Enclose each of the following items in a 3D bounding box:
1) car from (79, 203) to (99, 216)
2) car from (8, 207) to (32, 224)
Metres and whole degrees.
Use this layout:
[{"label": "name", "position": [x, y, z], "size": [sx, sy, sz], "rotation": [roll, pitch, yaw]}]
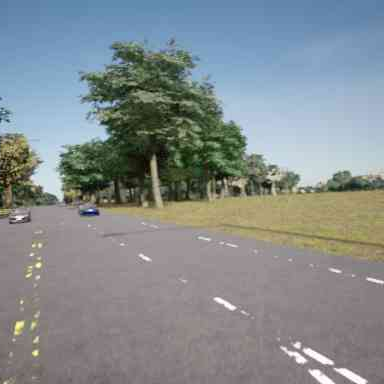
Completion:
[{"label": "car", "position": [-12.272, 2.064, 39.505], "size": [1.994, 1.385, 4.181], "rotation": [-4, 0, -24]}, {"label": "car", "position": [-17.230, 2.320, 33.480], "size": [2.128, 1.511, 4.902], "rotation": [-4, 0, -24]}]
